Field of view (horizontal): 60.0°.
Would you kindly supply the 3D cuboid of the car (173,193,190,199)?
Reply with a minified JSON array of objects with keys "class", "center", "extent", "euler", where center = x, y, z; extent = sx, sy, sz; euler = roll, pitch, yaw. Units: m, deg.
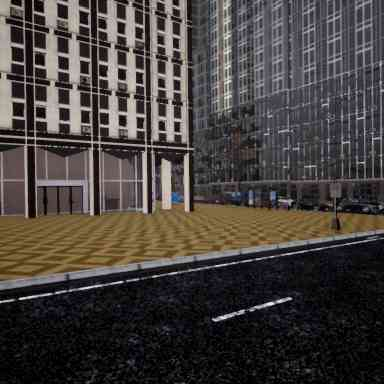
[{"class":"car","center":[-2.437,0.935,74.293],"extent":[1.802,1.307,4.206],"euler":[0,1,-34]}]

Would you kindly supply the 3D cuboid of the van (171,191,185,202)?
[{"class":"van","center":[-2.973,0.937,60.179],"extent":[1.690,1.788,3.998],"euler":[0,1,-34]}]

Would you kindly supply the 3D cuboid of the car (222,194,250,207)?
[{"class":"car","center":[6.572,1.319,46.055],"extent":[1.947,1.339,4.313],"euler":[0,1,-34]}]

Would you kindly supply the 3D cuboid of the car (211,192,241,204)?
[{"class":"car","center":[5.540,1.163,52.274],"extent":[1.837,1.490,4.892],"euler":[-1,1,-34]}]

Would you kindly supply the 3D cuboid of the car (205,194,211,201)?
[{"class":"car","center":[3.957,1.043,64.894],"extent":[1.802,1.307,4.206],"euler":[0,1,-34]}]

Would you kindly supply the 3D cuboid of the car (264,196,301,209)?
[{"class":"car","center":[11.691,1.283,43.218],"extent":[1.812,1.442,4.674],"euler":[-1,1,-34]}]

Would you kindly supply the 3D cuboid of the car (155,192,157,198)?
[{"class":"car","center":[-8.831,0.686,83.689],"extent":[1.967,1.590,4.097],"euler":[0,1,-34]}]

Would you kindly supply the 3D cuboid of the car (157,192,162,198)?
[{"class":"car","center":[-5.634,0.614,78.989],"extent":[2.192,1.841,5.009],"euler":[0,1,-34]}]

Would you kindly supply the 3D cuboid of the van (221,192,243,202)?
[{"class":"van","center":[7.152,0.854,60.191],"extent":[1.690,1.788,3.998],"euler":[0,1,-34]}]

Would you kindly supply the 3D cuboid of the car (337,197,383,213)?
[{"class":"car","center":[17.307,1.340,34.959],"extent":[2.128,1.511,4.902],"euler":[-1,1,-34]}]

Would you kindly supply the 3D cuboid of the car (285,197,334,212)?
[{"class":"car","center":[12.903,1.423,36.612],"extent":[1.947,1.339,4.313],"euler":[0,1,-34]}]

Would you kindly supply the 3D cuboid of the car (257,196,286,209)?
[{"class":"car","center":[9.721,1.387,41.324],"extent":[1.802,1.307,4.206],"euler":[0,1,-34]}]
